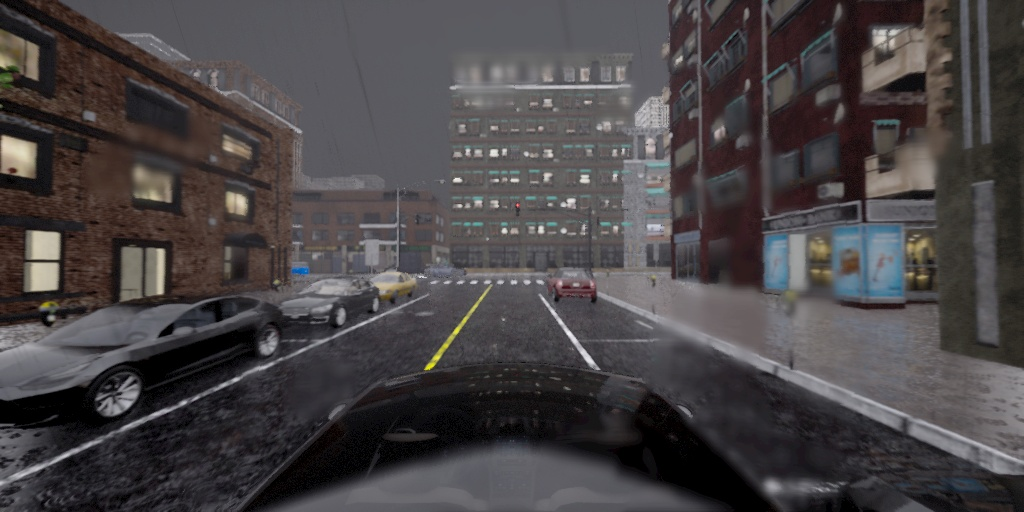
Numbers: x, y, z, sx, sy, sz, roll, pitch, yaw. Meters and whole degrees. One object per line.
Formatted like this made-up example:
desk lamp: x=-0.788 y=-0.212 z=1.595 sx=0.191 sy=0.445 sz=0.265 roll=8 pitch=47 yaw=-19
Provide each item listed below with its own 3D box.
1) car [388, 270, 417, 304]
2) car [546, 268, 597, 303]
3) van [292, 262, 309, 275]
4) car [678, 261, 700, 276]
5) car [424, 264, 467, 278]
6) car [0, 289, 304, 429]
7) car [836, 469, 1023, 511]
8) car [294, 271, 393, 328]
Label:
car: x=-5.826 y=1.351 z=17.035 sx=1.751 sy=1.417 sz=4.829 roll=0 pitch=0 yaw=0
car: x=2.739 y=1.266 z=17.259 sx=1.967 sy=1.591 sz=4.097 roll=0 pitch=0 yaw=0
van: x=-26.063 y=1.596 z=42.152 sx=3.998 sy=1.789 sz=1.690 roll=0 pitch=0 yaw=1
car: x=17.654 y=1.184 z=33.142 sx=4.829 sy=1.417 sz=1.751 roll=0 pitch=0 yaw=1
car: x=-6.679 y=1.518 z=36.199 sx=4.181 sy=1.385 sz=1.994 roll=0 pitch=-1 yaw=1
car: x=-5.656 y=1.336 z=5.831 sx=1.948 sy=1.339 sz=4.313 roll=0 pitch=0 yaw=0
car: x=2.691 y=1.309 z=0.203 sx=1.948 sy=1.339 sz=4.313 roll=0 pitch=0 yaw=0
car: x=-5.656 y=1.348 z=11.519 sx=2.007 sy=1.370 sz=4.403 roll=0 pitch=0 yaw=0
